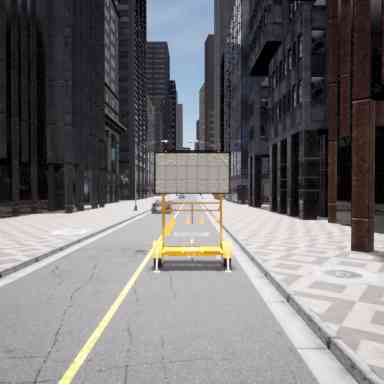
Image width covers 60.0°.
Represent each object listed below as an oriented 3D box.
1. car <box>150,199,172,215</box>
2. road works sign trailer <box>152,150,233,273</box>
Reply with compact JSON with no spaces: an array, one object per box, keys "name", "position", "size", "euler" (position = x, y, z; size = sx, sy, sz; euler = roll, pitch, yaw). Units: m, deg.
[{"name":"car","position":[-3.139,1.488,34.337],"size":[2.128,1.511,4.902],"euler":[0,0,0]},{"name":"road works sign trailer","position":[0.009,0.462,10.671],"size":[2.380,3.560,2.880],"euler":[0,0,0]}]
